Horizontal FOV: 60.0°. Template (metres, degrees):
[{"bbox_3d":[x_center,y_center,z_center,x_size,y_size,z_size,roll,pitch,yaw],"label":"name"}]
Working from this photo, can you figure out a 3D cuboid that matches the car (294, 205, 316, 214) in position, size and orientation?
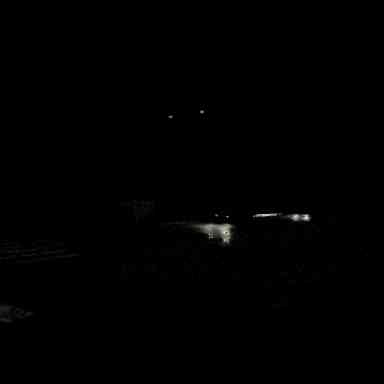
[{"bbox_3d":[16.453,2.524,48.222,1.895,1.301,4.718,0,-1,36],"label":"car"}]

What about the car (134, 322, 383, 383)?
[{"bbox_3d":[1.468,1.552,1.909,4.403,1.369,2.008,1,0,36],"label":"car"}]

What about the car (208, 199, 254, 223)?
[{"bbox_3d":[3.694,1.687,30.453,2.150,2.045,5.566,0,-1,35],"label":"car"}]
